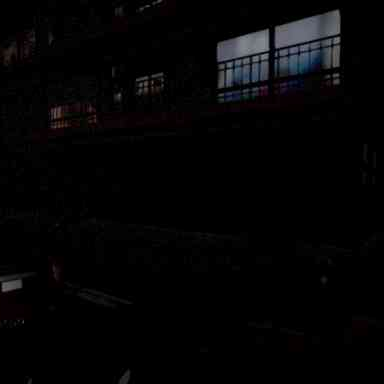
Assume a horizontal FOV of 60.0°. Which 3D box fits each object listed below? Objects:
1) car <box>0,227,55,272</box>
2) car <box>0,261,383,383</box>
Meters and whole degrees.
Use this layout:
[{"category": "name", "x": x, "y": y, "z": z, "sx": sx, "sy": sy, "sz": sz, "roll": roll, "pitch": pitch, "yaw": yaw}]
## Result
[{"category": "car", "x": -4.082, "y": 1.281, "z": 5.762, "sx": 4.097, "sy": 1.590, "sz": 1.967, "roll": 2, "pitch": 1, "yaw": 35}, {"category": "car", "x": 0.515, "y": 1.523, "z": 2.507, "sx": 4.507, "sy": 1.381, "sz": 1.887, "roll": 2, "pitch": 1, "yaw": 35}]
